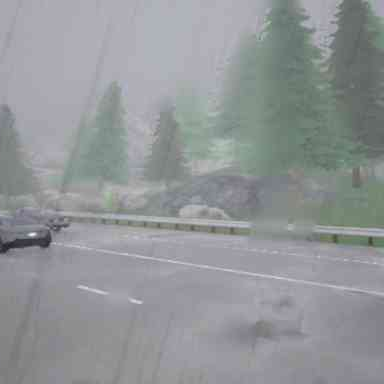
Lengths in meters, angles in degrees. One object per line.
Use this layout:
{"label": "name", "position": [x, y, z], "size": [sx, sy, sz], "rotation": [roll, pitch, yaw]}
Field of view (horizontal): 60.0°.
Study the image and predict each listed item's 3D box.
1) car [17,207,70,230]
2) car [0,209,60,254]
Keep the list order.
{"label": "car", "position": [-9.290, 1.567, 19.209], "size": [5.357, 1.411, 2.033], "rotation": [0, 0, 35]}
{"label": "car", "position": [-7.677, 1.579, 13.761], "size": [4.181, 1.385, 1.994], "rotation": [0, 0, 35]}
